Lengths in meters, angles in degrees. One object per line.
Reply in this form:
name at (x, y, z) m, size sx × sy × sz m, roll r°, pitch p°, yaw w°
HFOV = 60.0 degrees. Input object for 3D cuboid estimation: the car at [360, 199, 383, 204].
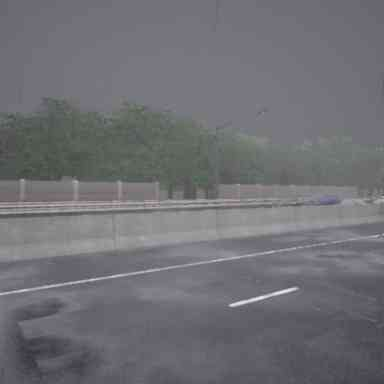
car at (20.470, 1.526, 35.756) m, size 4.674 × 1.442 × 1.812 m, roll 0°, pitch 0°, yaw -35°

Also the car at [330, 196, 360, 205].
car at (18.492, 1.526, 38.640) m, size 4.674 × 1.442 × 1.812 m, roll 0°, pitch 0°, yaw -35°

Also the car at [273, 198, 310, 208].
car at (12.301, 1.504, 41.947) m, size 4.892 × 1.490 × 1.837 m, roll 0°, pitch 0°, yaw -38°

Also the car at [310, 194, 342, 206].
car at (16.812, 1.225, 41.736) m, size 5.566 × 2.045 × 2.150 m, roll 0°, pitch 0°, yaw -35°
